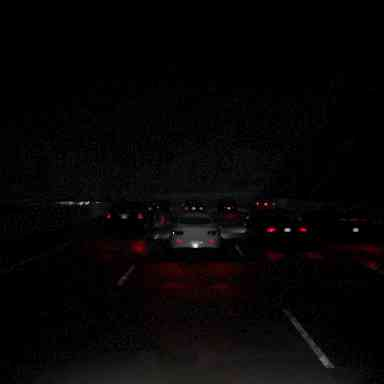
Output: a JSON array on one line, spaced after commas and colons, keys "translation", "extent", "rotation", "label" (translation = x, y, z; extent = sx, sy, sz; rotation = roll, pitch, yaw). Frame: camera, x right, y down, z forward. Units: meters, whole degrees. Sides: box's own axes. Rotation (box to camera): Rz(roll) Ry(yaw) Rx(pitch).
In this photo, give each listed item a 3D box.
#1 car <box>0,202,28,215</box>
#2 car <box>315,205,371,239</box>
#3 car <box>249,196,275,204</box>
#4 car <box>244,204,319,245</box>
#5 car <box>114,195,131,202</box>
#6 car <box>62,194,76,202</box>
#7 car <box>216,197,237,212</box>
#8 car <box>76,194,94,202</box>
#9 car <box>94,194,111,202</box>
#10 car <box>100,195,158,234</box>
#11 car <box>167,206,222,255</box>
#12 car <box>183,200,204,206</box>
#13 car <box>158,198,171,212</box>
[{"translation": [-14.058, 1.435, 24.264], "extent": [2.033, 1.411, 5.357], "rotation": [0, 0, 0], "label": "car"}, {"translation": [7.127, 1.419, 16.877], "extent": [2.128, 1.511, 4.902], "rotation": [0, 0, 0], "label": "car"}, {"translation": [7.160, 1.200, 34.341], "extent": [2.097, 1.767, 4.553], "rotation": [0, 0, 0], "label": "car"}, {"translation": [3.625, 1.480, 15.084], "extent": [2.033, 1.411, 5.357], "rotation": [0, 0, 0], "label": "car"}, {"translation": [-13.762, 1.241, 66.194], "extent": [2.033, 1.411, 5.357], "rotation": [0, 0, 2], "label": "car"}, {"translation": [-24.249, 1.165, 66.713], "extent": [1.882, 1.535, 5.008], "rotation": [0, 0, 2], "label": "car"}, {"translation": [3.663, 1.347, 35.516], "extent": [1.837, 1.490, 4.892], "rotation": [0, 0, 0], "label": "car"}, {"translation": [-20.756, 1.216, 66.477], "extent": [2.128, 1.511, 4.902], "rotation": [0, 0, 2], "label": "car"}, {"translation": [-17.262, 1.215, 66.286], "extent": [2.128, 1.511, 4.902], "rotation": [0, 0, 2], "label": "car"}, {"translation": [-3.369, 1.267, 18.669], "extent": [2.097, 1.767, 4.553], "rotation": [0, 0, 0], "label": "car"}, {"translation": [0.112, 1.468, 12.957], "extent": [1.812, 1.442, 4.674], "rotation": [0, 0, 0], "label": "car"}, {"translation": [0.153, 1.413, 30.089], "extent": [2.033, 1.411, 5.357], "rotation": [0, 0, 0], "label": "car"}, {"translation": [-3.337, 1.332, 35.416], "extent": [2.128, 1.511, 4.902], "rotation": [0, 0, 0], "label": "car"}]
